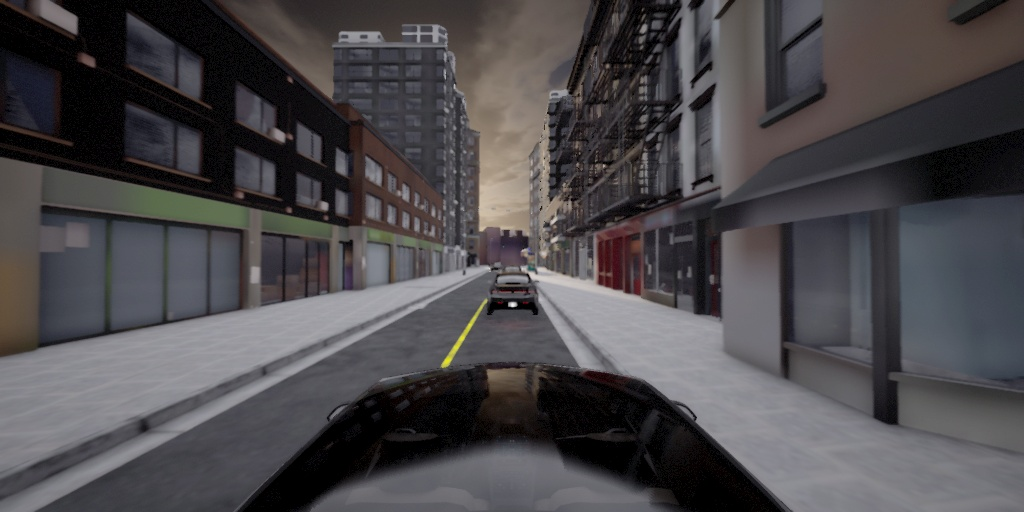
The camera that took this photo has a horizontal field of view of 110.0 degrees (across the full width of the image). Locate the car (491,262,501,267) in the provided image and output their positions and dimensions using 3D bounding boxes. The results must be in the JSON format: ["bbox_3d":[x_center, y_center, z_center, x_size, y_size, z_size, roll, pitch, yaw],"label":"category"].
[{"bbox_3d":[-2.565,1.788,59.937,1.837,1.490,4.892,0,0,0],"label":"car"}]

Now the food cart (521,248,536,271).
[{"bbox_3d":[2.869,0.704,55.082,2.280,3.560,4.660,0,0,0],"label":"food cart"}]

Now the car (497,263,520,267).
[{"bbox_3d":[0.038,1.500,29.270,1.837,1.490,4.892,0,0,0],"label":"car"}]

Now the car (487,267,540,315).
[{"bbox_3d":[0.043,1.364,14.245,1.837,1.490,4.892,0,0,0],"label":"car"}]
